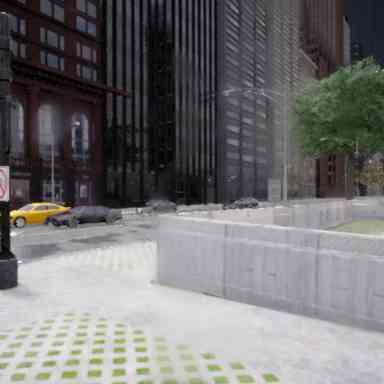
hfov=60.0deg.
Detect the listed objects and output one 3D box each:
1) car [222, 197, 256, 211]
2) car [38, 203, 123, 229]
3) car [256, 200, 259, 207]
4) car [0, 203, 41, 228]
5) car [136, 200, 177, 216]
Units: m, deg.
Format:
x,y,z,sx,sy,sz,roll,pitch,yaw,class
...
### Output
x,y,z,sx,sy,sz,roll,pitch,yaw,class
5.381,1.548,39.780,1.837,1.490,4.892,0,0,36,car
-7.132,1.585,22.510,2.033,1.411,5.357,0,0,36,car
8.092,1.554,48.964,2.128,1.511,4.902,0,0,36,car
-10.740,1.531,23.068,1.882,1.535,5.008,0,0,36,car
-3.475,1.548,33.101,2.128,1.511,4.902,0,0,36,car
